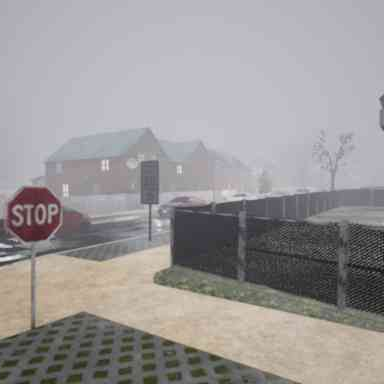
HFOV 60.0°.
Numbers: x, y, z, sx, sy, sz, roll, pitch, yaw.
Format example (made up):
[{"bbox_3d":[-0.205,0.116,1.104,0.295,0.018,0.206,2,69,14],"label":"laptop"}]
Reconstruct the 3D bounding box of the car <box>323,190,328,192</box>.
[{"bbox_3d":[19.780,0.346,50.169,1.895,1.301,4.718,0,1,33],"label":"car"}]

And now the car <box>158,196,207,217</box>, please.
[{"bbox_3d":[-0.573,1.013,24.481,1.812,1.442,4.674,0,1,33],"label":"car"}]

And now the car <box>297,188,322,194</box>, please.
[{"bbox_3d":[14.356,0.314,41.847,2.097,1.767,4.553,0,1,34],"label":"car"}]

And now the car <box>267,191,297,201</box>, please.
[{"bbox_3d":[11.214,0.542,42.268,2.033,1.411,5.357,0,1,34],"label":"car"}]

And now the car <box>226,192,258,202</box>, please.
[{"bbox_3d":[5.015,0.775,32.945,1.812,1.442,4.674,0,1,33],"label":"car"}]

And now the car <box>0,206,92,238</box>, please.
[{"bbox_3d":[-6.793,1.315,15.387,1.994,1.385,4.181,0,1,38],"label":"car"}]
